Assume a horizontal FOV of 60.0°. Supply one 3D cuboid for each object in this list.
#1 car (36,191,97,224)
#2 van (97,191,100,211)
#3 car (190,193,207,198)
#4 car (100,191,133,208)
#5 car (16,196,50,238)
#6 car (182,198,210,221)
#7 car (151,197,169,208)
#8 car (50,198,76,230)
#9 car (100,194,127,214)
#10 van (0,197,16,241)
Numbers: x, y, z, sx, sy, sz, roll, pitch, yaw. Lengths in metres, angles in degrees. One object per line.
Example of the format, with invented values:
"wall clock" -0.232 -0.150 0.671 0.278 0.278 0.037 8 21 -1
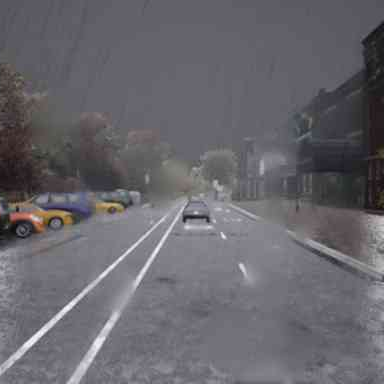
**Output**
"car" -9.307 1.077 21.557 5.566 2.045 2.435 -1 1 -20
"van" -9.357 1.075 24.484 4.442 1.987 1.878 -1 1 -19
"car" 0.455 1.185 41.588 2.033 1.411 5.357 0 1 1
"car" -9.145 0.956 33.423 5.566 2.045 2.435 -1 0 -19
"car" -9.360 1.254 15.640 4.553 1.767 2.185 -1 0 -19
"car" 0.302 1.375 24.947 1.994 1.385 4.181 0 1 0
"car" -3.812 1.260 40.103 1.895 1.301 4.718 0 1 1
"car" -9.311 1.354 18.615 5.008 1.535 2.097 -1 0 -20
"car" -9.029 1.233 30.527 5.366 1.575 1.946 -1 0 -20
"van" -9.465 1.178 12.642 4.442 1.987 1.878 -1 1 -19
